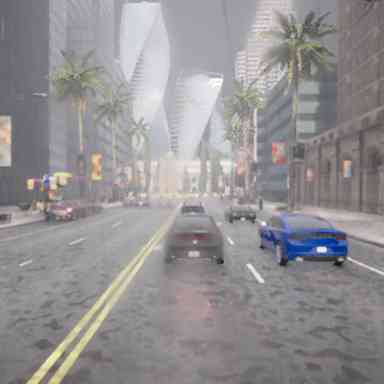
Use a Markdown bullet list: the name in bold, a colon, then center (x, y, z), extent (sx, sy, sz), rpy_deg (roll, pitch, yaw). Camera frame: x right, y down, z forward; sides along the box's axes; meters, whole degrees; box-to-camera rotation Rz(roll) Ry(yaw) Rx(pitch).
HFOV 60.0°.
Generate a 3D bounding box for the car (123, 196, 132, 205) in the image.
- **car**: center (-10.417, 1.469, 56.505), extent (2.231, 1.521, 4.892), rpy_deg (0, 0, -1)

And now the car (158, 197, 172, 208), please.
- **car**: center (-3.819, 1.516, 47.788), extent (1.812, 1.442, 4.674), rpy_deg (0, 0, 0)

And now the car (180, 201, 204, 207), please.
- **car**: center (0.041, 1.472, 28.357), extent (1.882, 1.535, 5.008), rpy_deg (0, 0, 0)

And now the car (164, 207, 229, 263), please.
- **car**: center (0.079, 1.504, 11.901), extent (1.837, 1.490, 4.892), rpy_deg (0, 0, 0)

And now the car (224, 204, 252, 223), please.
- **car**: center (3.552, 1.596, 25.357), extent (1.895, 1.301, 4.718), rpy_deg (0, 0, 0)

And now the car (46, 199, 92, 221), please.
- **car**: center (-10.115, 1.349, 27.131), extent (2.185, 1.767, 4.553), rpy_deg (0, 0, -1)

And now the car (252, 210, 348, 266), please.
- **car**: center (3.577, 1.476, 11.613), extent (1.882, 1.535, 5.008), rpy_deg (0, -1, 0)

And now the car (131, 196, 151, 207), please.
- **car**: center (-7.330, 1.483, 50.112), extent (2.128, 1.511, 4.902), rpy_deg (0, 0, 0)
